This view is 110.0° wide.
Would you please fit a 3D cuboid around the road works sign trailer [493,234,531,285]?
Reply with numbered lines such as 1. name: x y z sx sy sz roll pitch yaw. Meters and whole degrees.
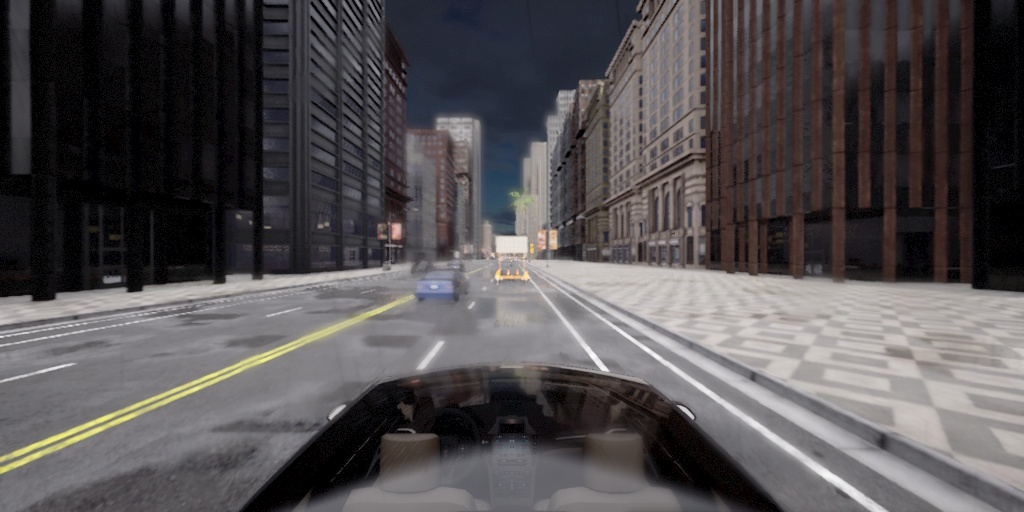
1. road works sign trailer: -0.004 0.219 26.276 2.380 3.560 2.880 0 0 0

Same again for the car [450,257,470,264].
1. car: -6.589 1.254 42.448 2.128 1.511 4.902 0 0 0

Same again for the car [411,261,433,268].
1. car: -9.843 1.267 39.754 1.837 1.490 4.892 0 0 0

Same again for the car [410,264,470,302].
1. car: -3.152 1.300 17.013 2.033 1.411 5.357 0 0 0
